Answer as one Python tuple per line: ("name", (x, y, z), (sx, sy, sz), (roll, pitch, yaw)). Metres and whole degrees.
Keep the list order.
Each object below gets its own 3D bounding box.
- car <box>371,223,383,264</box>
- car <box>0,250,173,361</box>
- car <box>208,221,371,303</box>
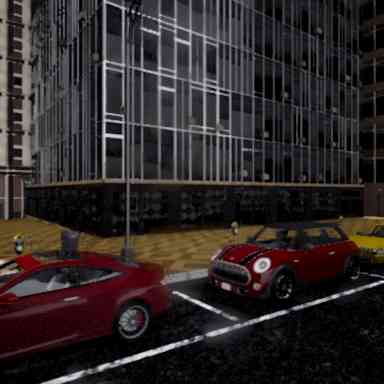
("car", (6.839, 1.645, 11.457), (4.829, 1.417, 1.752), (1, -1, -36))
("car", (-2.273, 1.591, 4.948), (4.206, 1.307, 1.802), (1, -1, -36))
("car", (2.352, 1.505, 8.254), (4.097, 1.590, 1.967), (1, -1, -36))
